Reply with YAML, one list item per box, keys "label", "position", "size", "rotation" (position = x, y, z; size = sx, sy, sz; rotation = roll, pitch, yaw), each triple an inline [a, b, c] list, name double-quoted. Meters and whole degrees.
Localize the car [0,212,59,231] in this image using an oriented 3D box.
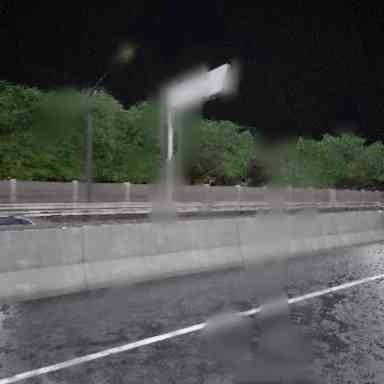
- label: "car"
  position: [-7.061, 1.468, 11.342]
  size: [4.902, 1.511, 2.128]
  rotation: [0, 0, -35]
